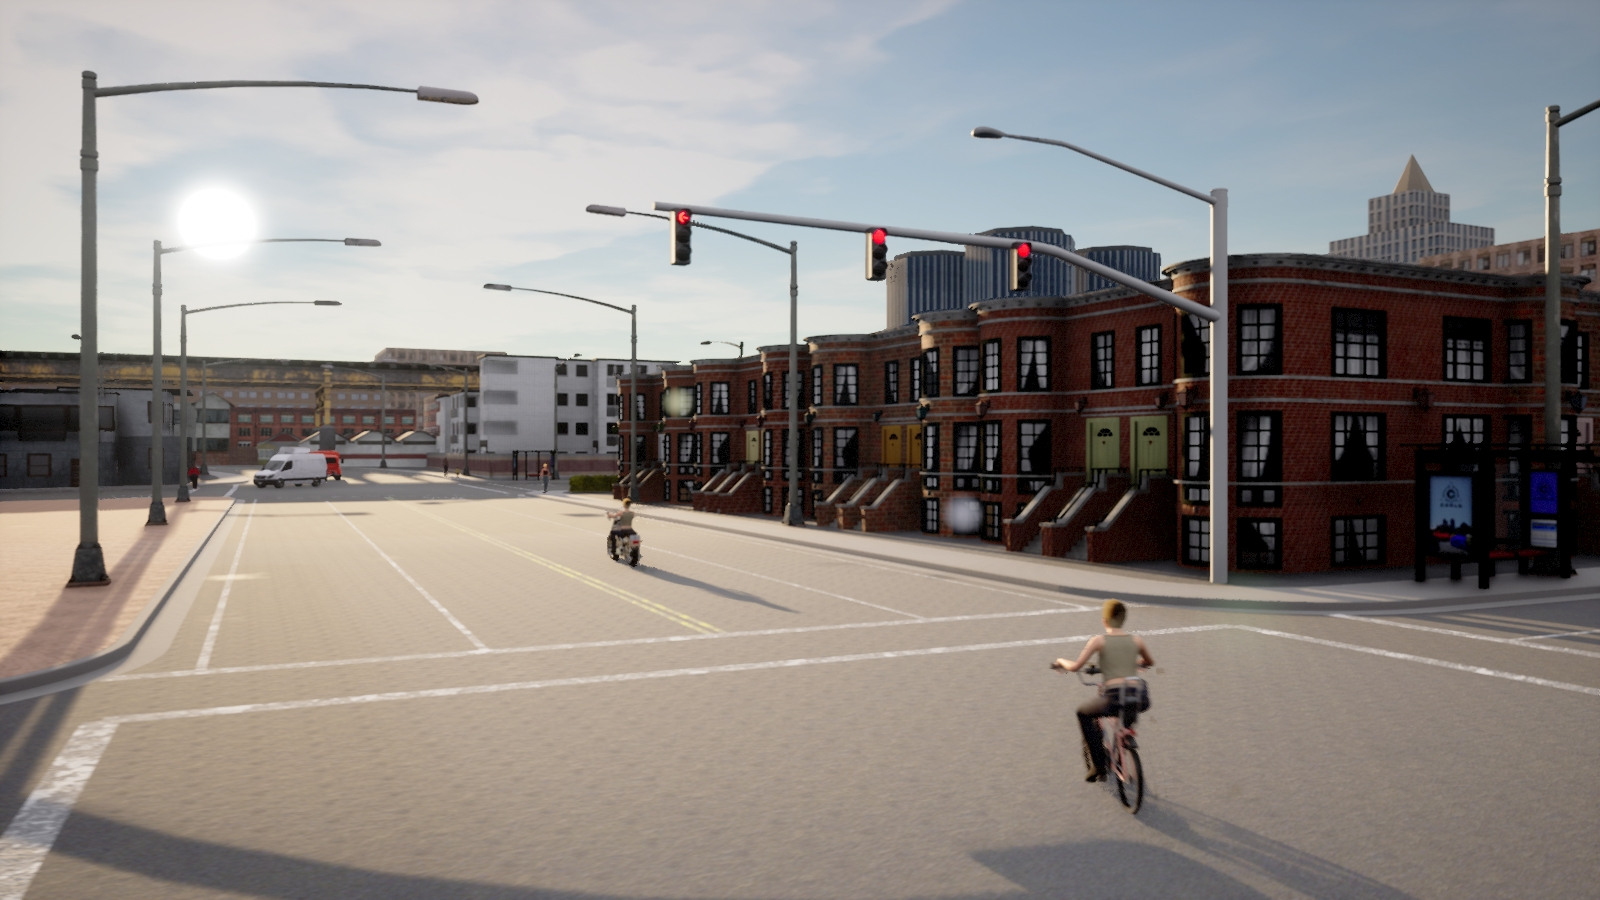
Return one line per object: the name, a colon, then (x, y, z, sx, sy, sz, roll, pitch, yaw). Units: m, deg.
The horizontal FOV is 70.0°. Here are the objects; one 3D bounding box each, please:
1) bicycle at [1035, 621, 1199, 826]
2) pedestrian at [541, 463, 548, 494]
bicycle: (2.521, 2.151, 9.277, 0.859, 1.301, 1.487, 0, 0, -2)
pedestrian: (-15.362, 1.723, 68.725, 0.375, 1.860, 0.375, 0, 0, -26)
